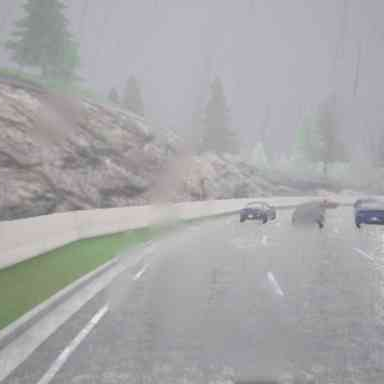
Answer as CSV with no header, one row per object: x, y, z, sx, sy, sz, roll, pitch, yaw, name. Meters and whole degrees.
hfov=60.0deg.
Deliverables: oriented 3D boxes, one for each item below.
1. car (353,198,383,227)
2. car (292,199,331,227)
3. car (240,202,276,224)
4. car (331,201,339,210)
11.541,1.383,21.381,1.882,1.535,5.008,0,0,25,car
7.832,1.450,22.007,2.033,1.411,5.357,0,0,25,car
4.826,1.420,24.088,1.812,1.442,4.674,0,0,25,car
15.270,1.431,38.574,4.718,1.301,1.895,0,0,-44,car
